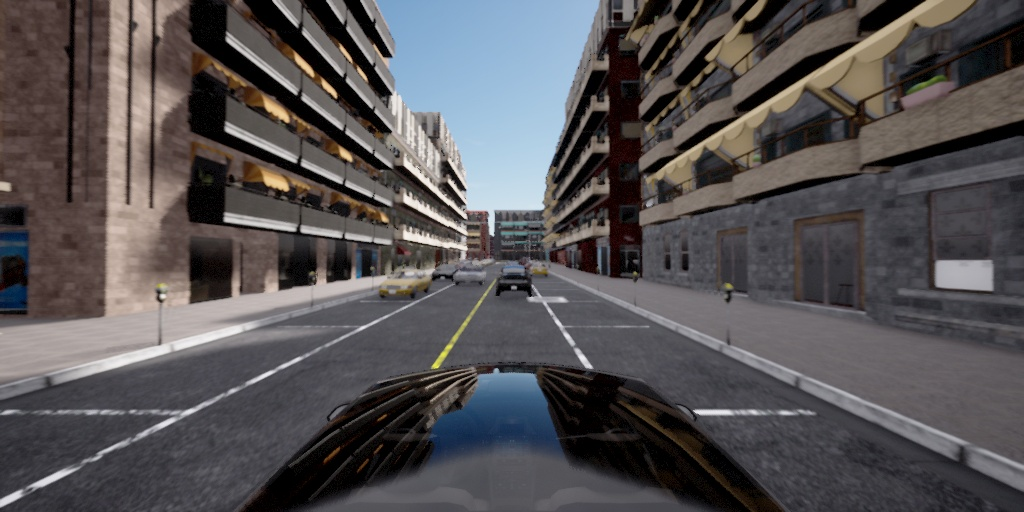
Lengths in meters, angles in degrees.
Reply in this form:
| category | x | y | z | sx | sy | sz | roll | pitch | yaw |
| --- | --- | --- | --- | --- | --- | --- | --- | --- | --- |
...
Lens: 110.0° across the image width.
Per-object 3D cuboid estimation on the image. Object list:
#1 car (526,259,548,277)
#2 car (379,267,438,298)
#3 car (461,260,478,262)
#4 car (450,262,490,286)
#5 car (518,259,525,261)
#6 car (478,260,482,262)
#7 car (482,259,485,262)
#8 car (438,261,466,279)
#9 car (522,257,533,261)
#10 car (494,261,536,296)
| category | x | y | z | sx | sy | sz | roll | pitch | yaw |
| --- | --- | --- | --- | --- | --- | --- | --- | --- | --- |
| car | 2.568 | 1.257 | 35.374 | 1.751 | 1.417 | 4.829 | 0 | 0 | 0 |
| car | -5.313 | 1.263 | 18.312 | 1.751 | 1.417 | 4.829 | 0 | 0 | 0 |
| car | -5.312 | 1.172 | 40.738 | 1.967 | 1.591 | 4.097 | 0 | 0 | 0 |
| car | -2.843 | 1.335 | 25.292 | 1.895 | 1.301 | 4.718 | 0 | 0 | 0 |
| car | 0.102 | 1.296 | 40.668 | 1.994 | 1.385 | 4.181 | 0 | 0 | 0 |
| car | -5.312 | 1.260 | 46.131 | 1.751 | 1.417 | 4.829 | 0 | 0 | 0 |
| car | -5.312 | 1.263 | 51.695 | 1.751 | 1.417 | 4.829 | 0 | 0 | 0 |
| car | -5.313 | 1.298 | 29.609 | 1.948 | 1.339 | 4.313 | 0 | 0 | 0 |
| car | 2.569 | 1.175 | 46.330 | 1.967 | 1.591 | 4.097 | 0 | 0 | 0 |
| car | 0.101 | 1.243 | 19.406 | 1.837 | 1.490 | 4.892 | 0 | 0 | 0 |
